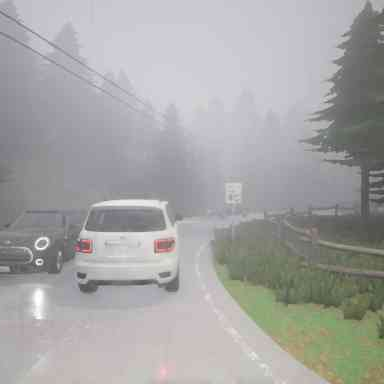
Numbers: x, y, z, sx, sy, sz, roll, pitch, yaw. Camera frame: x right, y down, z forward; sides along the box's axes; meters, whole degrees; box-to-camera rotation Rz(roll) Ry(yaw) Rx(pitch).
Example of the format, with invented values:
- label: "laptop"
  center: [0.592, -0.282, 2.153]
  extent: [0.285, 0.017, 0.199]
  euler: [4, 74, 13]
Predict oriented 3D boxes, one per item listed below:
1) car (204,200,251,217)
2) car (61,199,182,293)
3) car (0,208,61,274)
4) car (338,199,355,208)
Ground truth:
- label: "car"
  center: [3.087, 1.433, 28.633]
  extent: [4.902, 1.511, 2.128]
  euler: [0, 0, -44]
- label: "car"
  center: [-1.435, 1.200, 9.002]
  extent: [2.150, 2.045, 5.566]
  euler: [0, 0, -3]
- label: "car"
  center: [-4.536, 1.320, 10.483]
  extent: [2.097, 1.767, 4.553]
  euler: [0, 0, 4]
- label: "car"
  center: [17.895, 1.453, 35.982]
  extent: [4.902, 1.511, 2.128]
  euler: [0, 0, -32]
